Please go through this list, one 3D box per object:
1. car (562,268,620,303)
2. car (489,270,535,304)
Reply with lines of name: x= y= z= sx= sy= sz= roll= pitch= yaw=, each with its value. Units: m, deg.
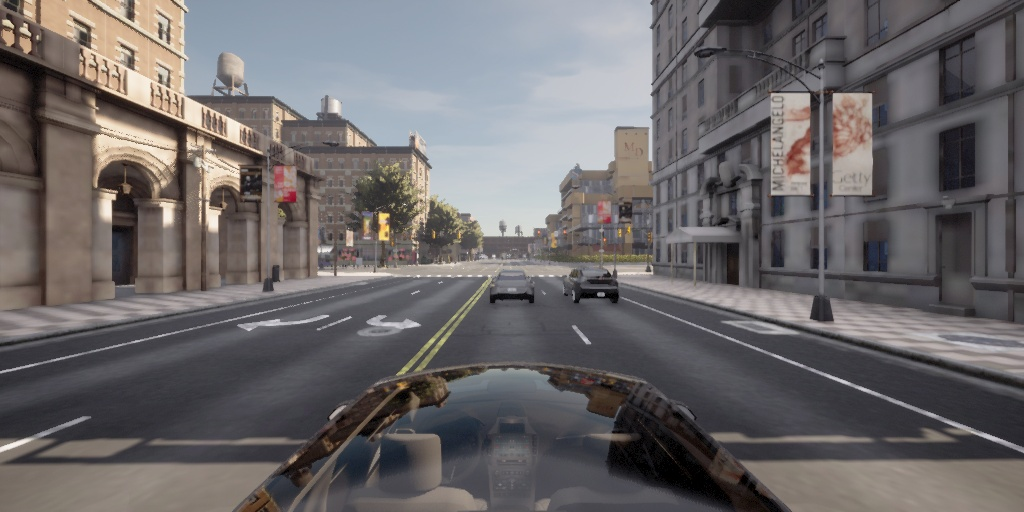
car: x=3.499 y=1.265 z=16.510 sx=1.837 sy=1.490 sz=4.892 roll=0 pitch=0 yaw=0
car: x=-0.001 y=1.321 z=16.503 sx=1.994 sy=1.385 sz=4.181 roll=0 pitch=0 yaw=0
